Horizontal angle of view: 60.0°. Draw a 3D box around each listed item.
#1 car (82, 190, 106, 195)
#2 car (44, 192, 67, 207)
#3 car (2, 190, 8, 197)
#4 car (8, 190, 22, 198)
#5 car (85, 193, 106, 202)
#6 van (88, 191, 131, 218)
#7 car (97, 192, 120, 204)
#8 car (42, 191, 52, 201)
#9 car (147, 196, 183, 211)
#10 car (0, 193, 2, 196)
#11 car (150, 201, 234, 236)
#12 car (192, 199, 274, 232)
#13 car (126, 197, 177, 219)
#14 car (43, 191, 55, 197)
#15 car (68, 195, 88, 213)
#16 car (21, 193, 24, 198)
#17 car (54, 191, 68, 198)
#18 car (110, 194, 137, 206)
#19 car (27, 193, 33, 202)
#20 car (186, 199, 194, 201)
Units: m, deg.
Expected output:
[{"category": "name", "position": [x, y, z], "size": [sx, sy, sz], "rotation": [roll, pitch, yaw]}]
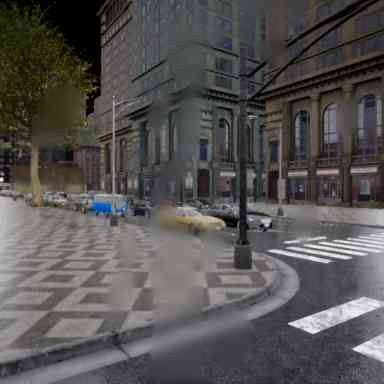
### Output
[{"category": "car", "position": [-9.732, 0.856, 35.992], "size": [2.150, 2.045, 5.566], "rotation": [0, 1, -35]}, {"category": "car", "position": [-16.363, 1.051, 40.763], "size": [1.752, 1.417, 4.829], "rotation": [1, 0, -35]}, {"category": "car", "position": [-42.388, 0.330, 77.605], "size": [1.967, 1.590, 4.097], "rotation": [1, 0, -35]}, {"category": "car", "position": [-35.905, 0.483, 68.429], "size": [1.967, 1.590, 4.097], "rotation": [1, 0, -35]}, {"category": "car", "position": [-15.984, 0.910, 55.001], "size": [2.008, 1.369, 4.403], "rotation": [1, 0, -35]}, {"category": "van", "position": [-6.735, 1.091, 27.133], "size": [1.690, 1.788, 3.998], "rotation": [1, 0, -35]}, {"category": "car", "position": [-12.741, 0.881, 50.414], "size": [1.967, 1.590, 4.097], "rotation": [1, 0, -35]}, {"category": "car", "position": [-19.702, 0.992, 45.490], "size": [2.008, 1.369, 4.403], "rotation": [1, 0, -35]}, {"category": "car", "position": [-3.018, 1.224, 36.647], "size": [1.887, 1.381, 4.507], "rotation": [1, 0, -35]}, {"category": "car", "position": [-45.630, 0.254, 82.194], "size": [1.967, 1.590, 4.097], "rotation": [1, 0, -35]}, {"category": "car", "position": [-0.155, 1.398, 17.813], "size": [1.752, 1.417, 4.829], "rotation": [1, 0, -35]}, {"category": "car", "position": [2.387, 1.370, 18.808], "size": [2.128, 1.511, 4.902], "rotation": [0, 1, -35]}, {"category": "car", "position": [-3.333, 1.338, 26.917], "size": [1.994, 1.385, 4.181], "rotation": [0, 1, -35]}, {"category": "car", "position": [-35.429, 0.472, 82.526], "size": [1.802, 1.307, 4.206], "rotation": [1, 0, -35]}, {"category": "car", "position": [-9.978, 1.230, 31.722], "size": [2.008, 1.369, 4.403], "rotation": [1, 0, -35]}, {"category": "car", "position": [-26.184, 0.830, 54.665], "size": [2.008, 1.369, 4.403], "rotation": [1, 0, -35]}, {"category": "car", "position": [-28.947, 0.588, 73.351], "size": [1.887, 1.381, 4.507], "rotation": [1, 0, -35]}, {"category": "car", "position": [-9.502, 1.074, 45.826], "size": [2.008, 1.369, 4.403], "rotation": [1, 0, -35]}, {"category": "car", "position": [-22.943, 0.911, 50.078], "size": [2.008, 1.369, 4.403], "rotation": [1, 0, -35]}, {"category": "car", "position": [0.221, 1.315, 32.060], "size": [1.947, 1.339, 4.313], "rotation": [1, 0, -35]}]
